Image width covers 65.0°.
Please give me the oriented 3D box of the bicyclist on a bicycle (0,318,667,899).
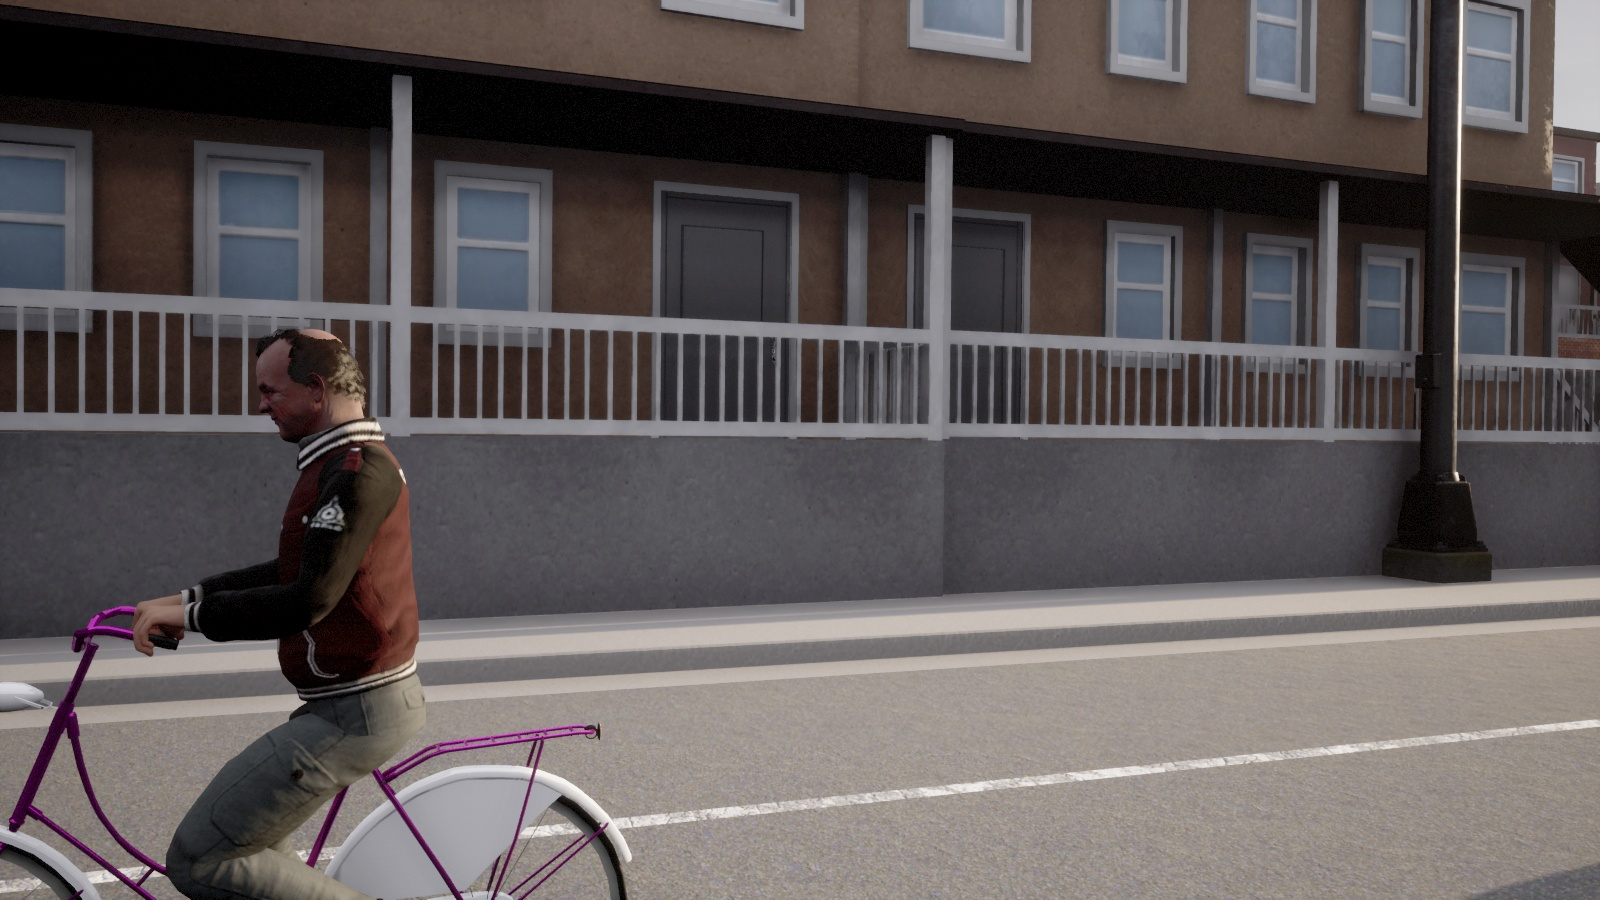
[{"bbox_3d":[-1.275,0.638,2.753,1.843,1.776,0.659,-1,1,-21],"label":"bicyclist on a bicycle"}]
